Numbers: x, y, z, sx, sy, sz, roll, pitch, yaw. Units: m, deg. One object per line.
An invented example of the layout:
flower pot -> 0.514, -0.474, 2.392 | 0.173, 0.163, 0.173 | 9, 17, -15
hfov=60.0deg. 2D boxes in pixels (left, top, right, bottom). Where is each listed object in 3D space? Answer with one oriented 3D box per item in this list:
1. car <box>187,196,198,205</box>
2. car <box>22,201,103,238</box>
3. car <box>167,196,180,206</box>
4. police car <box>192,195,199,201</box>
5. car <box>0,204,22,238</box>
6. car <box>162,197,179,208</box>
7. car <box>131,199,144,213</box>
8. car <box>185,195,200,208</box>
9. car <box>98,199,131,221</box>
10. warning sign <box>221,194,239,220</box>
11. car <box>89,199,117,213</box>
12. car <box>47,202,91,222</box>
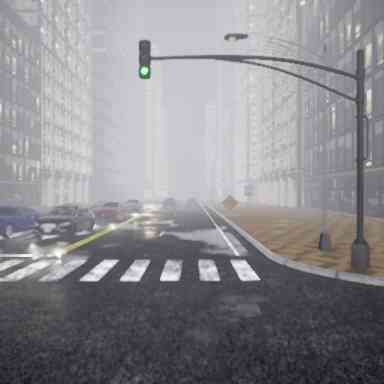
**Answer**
car -> 0.063, 1.512, 58.878 | 1.882, 1.535, 5.008 | 0, 0, 0
car -> -6.600, 1.481, 17.651 | 2.128, 1.511, 4.902 | 0, 0, 0
car -> -3.163, 1.523, 57.896 | 2.128, 1.511, 4.902 | 0, 0, 0
police car -> 0.969, 1.573, 95.201 | 1.930, 1.638, 5.238 | 0, 0, 0
car -> -9.854, 1.467, 17.899 | 1.882, 1.535, 5.008 | 0, 0, 0
car -> -3.151, 1.488, 47.487 | 1.882, 1.535, 5.008 | 0, 0, 0
car -> -6.596, 1.522, 37.226 | 1.812, 1.442, 4.674 | 0, 0, 0
car -> 0.101, 1.539, 49.031 | 1.812, 1.442, 4.674 | 0, 0, 0
car -> -6.600, 1.467, 27.178 | 1.882, 1.535, 5.008 | 0, 0, 0
warning sign -> 2.852, 1.104, 25.084 | 1.300, 1.860, 1.060 | 0, 0, 0
car -> -9.842, 1.560, 36.957 | 1.994, 1.385, 4.181 | 0, 0, 0
car -> -9.850, 1.554, 27.033 | 1.994, 1.385, 4.181 | 0, 0, 0
